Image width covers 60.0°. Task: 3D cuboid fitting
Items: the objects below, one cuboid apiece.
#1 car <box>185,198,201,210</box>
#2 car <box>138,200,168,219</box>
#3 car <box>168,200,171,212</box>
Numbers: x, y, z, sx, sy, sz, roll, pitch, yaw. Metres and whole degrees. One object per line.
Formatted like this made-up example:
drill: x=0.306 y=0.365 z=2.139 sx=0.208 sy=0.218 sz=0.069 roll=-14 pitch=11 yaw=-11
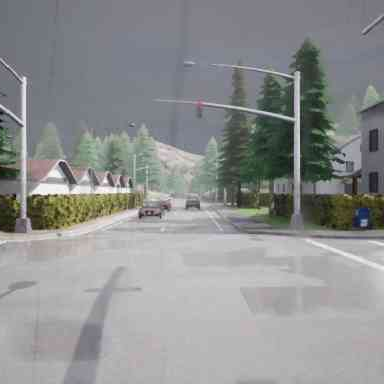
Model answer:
car: x=0.110 y=1.517 z=43.314 sx=1.837 sy=1.490 sz=4.892 roll=0 pitch=0 yaw=0
car: x=-3.493 y=1.572 z=29.348 sx=1.994 sy=1.385 sz=4.181 roll=0 pitch=0 yaw=0
car: x=-3.491 y=1.612 z=39.343 sx=1.895 sy=1.301 sz=4.718 roll=0 pitch=0 yaw=0
